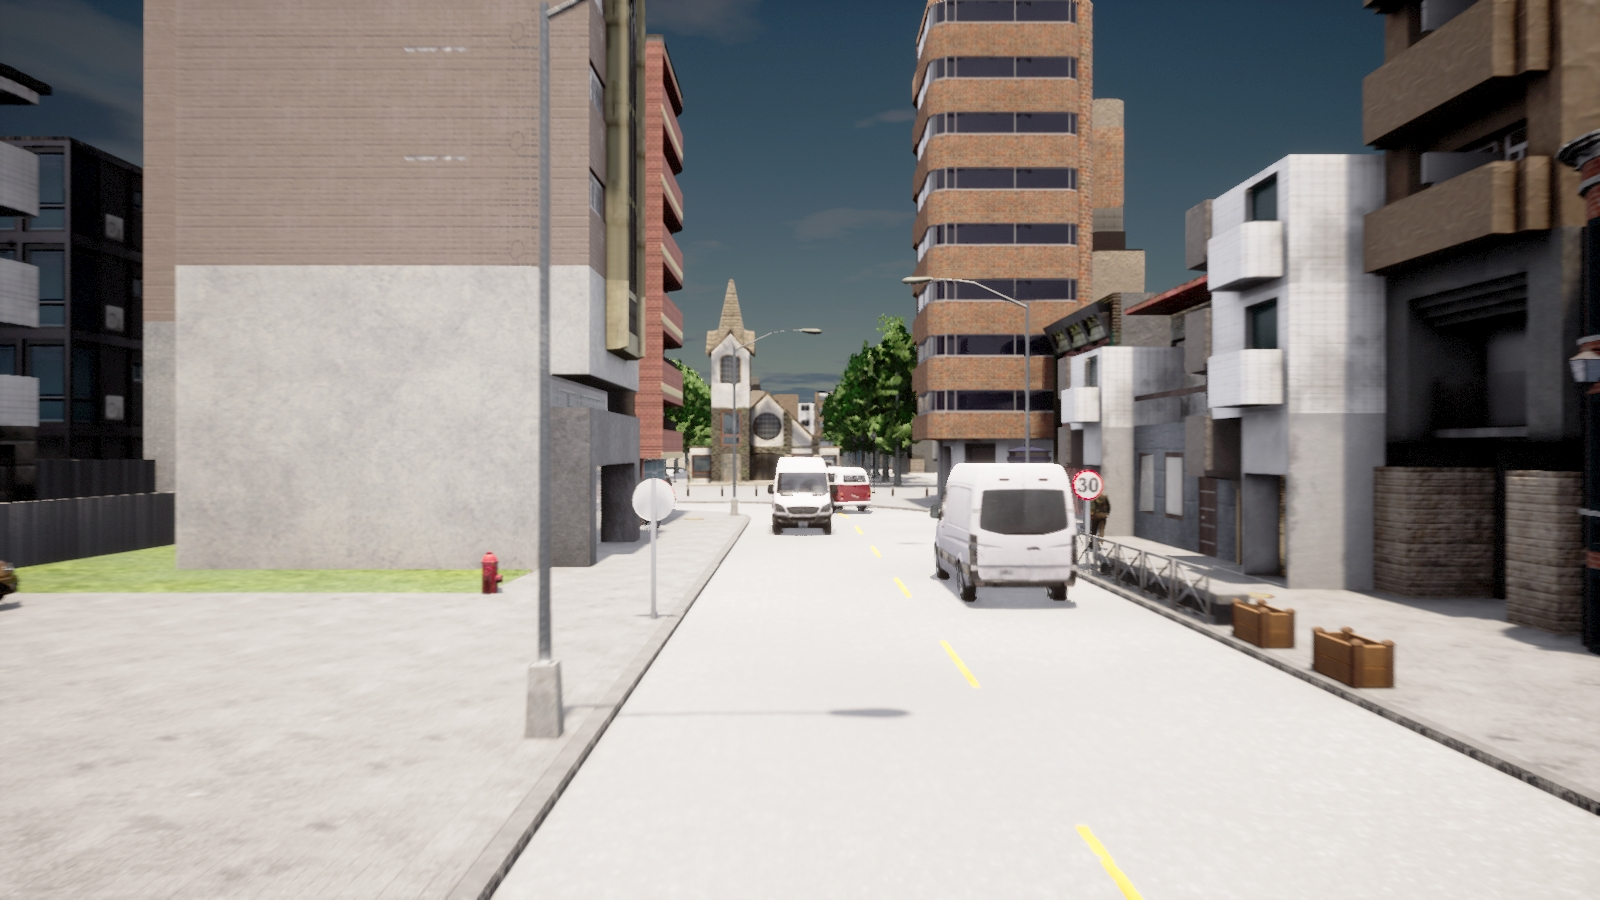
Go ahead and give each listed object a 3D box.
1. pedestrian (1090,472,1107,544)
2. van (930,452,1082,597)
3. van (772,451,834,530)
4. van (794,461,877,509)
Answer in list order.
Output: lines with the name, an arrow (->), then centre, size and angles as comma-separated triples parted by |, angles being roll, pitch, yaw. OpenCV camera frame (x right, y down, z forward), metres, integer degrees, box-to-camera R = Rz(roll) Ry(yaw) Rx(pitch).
pedestrian -> 7.878, 1.526, 30.144 | 0.375, 1.860, 0.375 | 0, 0, 3
van -> 3.978, 1.315, 23.146 | 1.988, 2.561, 5.915 | 0, 0, 0
van -> 0.053, 1.316, 40.006 | 1.988, 2.561, 5.915 | 0, 0, -1
van -> 1.574, 1.570, 52.512 | 2.069, 2.038, 4.480 | 0, 0, -24
